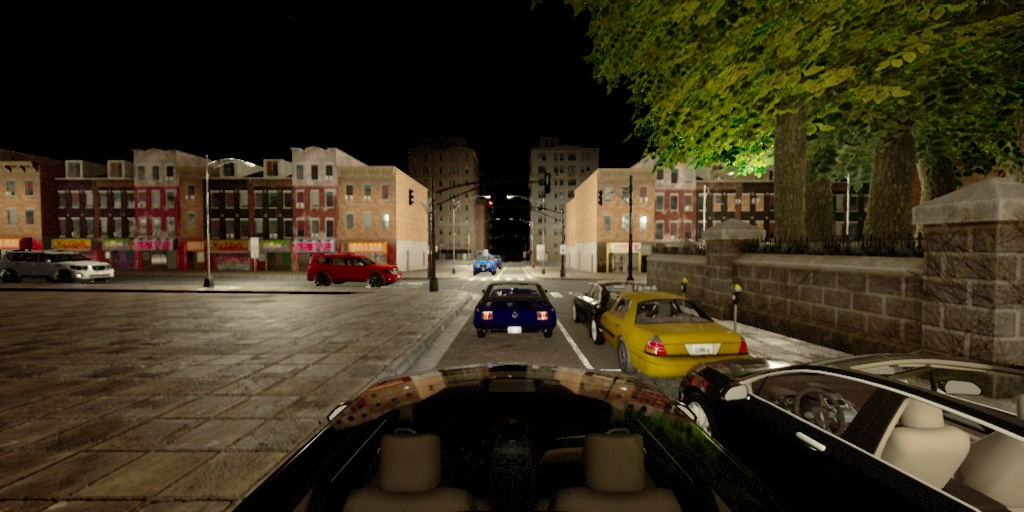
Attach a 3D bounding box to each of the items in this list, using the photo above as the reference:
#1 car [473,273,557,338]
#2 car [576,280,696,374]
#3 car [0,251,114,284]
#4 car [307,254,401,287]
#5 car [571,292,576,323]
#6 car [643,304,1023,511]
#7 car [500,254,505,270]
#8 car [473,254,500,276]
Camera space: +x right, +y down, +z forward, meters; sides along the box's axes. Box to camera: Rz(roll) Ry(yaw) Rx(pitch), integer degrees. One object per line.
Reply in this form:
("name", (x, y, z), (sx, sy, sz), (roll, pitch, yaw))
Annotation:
("car", (0.074, 1.337, 10.109), (1.895, 1.301, 4.718), (0, 0, 0))
("car", (2.686, 1.266, 7.331), (1.751, 1.417, 4.829), (0, 0, 0))
("car", (-28.932, 0.707, 22.793), (5.566, 2.045, 2.150), (1, 1, 0))
("car", (-9.956, 0.913, 22.749), (5.566, 2.045, 2.150), (1, 1, 0))
("car", (2.661, 1.288, 9.305), (2.007, 1.370, 4.403), (0, 0, 0))
("car", (2.637, 1.300, 2.169), (2.007, 1.370, 4.403), (0, 0, 0))
("car", (-2.615, 0.926, 51.152), (2.150, 2.045, 5.566), (0, 0, 1))
("car", (-2.749, 0.932, 37.283), (2.150, 2.045, 5.566), (0, 0, 0))
